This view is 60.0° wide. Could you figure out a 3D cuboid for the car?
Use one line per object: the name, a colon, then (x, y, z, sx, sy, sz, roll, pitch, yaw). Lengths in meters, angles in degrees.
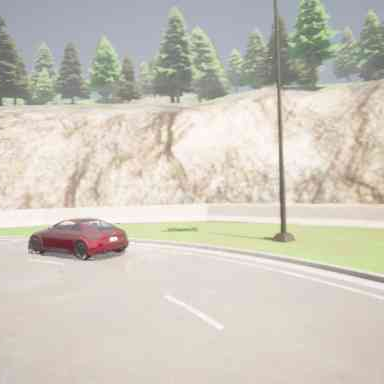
car: (-4.470, 1.700, 12.966, 4.181, 1.385, 1.994, -2, 0, 33)
